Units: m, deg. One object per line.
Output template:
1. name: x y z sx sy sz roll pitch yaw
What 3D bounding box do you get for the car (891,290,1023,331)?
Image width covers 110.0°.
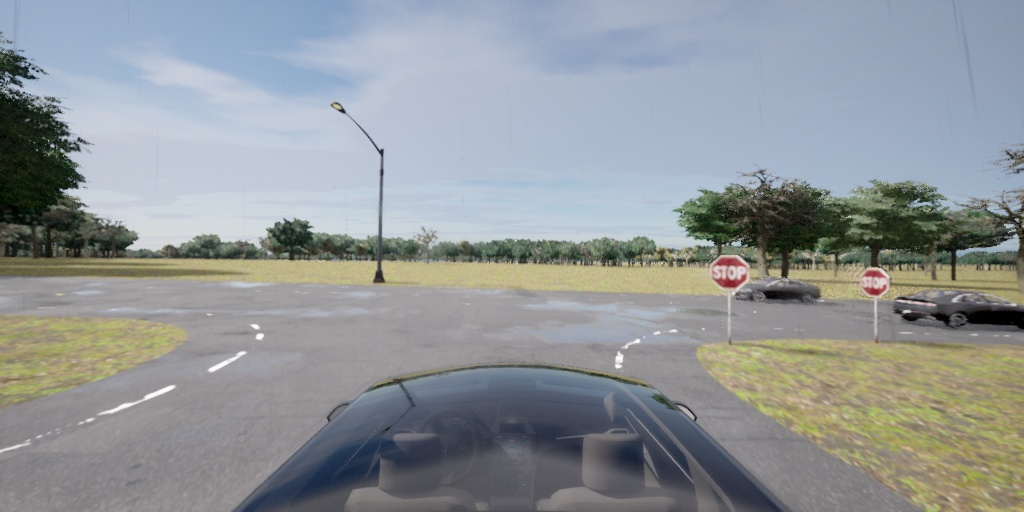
1. car: 18.799 2.185 14.851 4.902 1.511 2.128 2 0 0

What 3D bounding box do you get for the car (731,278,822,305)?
1. car: 15.964 2.079 21.867 4.902 1.511 2.128 2 0 0
